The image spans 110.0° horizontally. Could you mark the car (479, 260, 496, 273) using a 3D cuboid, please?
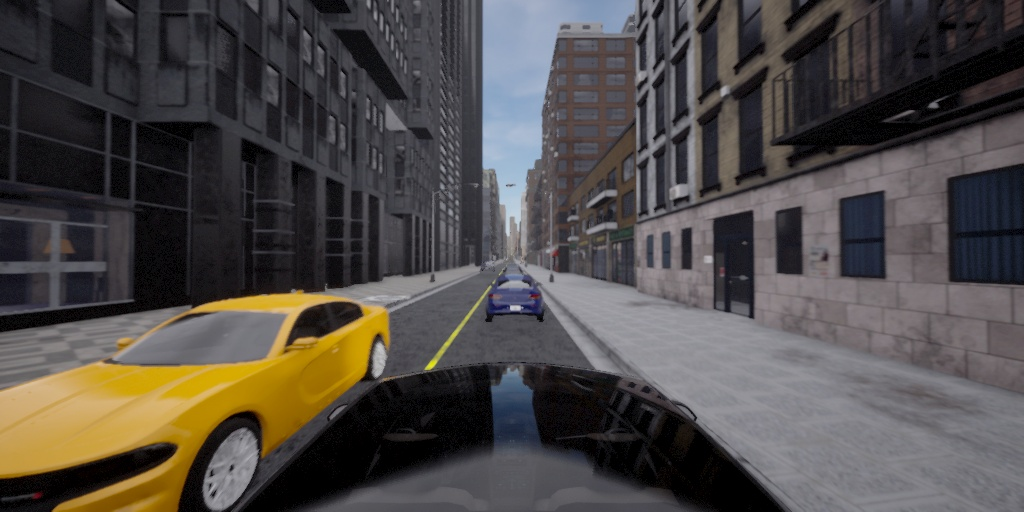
[{"bbox_3d":[-3.035,1.271,45.276,1.812,1.442,4.674,0,0,0],"label":"car"}]

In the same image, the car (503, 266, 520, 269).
[{"bbox_3d":[0.077,1.543,30.580,1.994,1.385,4.181,0,0,0],"label":"car"}]

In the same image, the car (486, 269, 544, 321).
[{"bbox_3d":[0.094,1.363,12.738,1.812,1.442,4.674,0,0,0],"label":"car"}]

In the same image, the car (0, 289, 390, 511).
[{"bbox_3d":[-3.102,1.249,4.417,1.882,1.535,5.008,0,0,0],"label":"car"}]
